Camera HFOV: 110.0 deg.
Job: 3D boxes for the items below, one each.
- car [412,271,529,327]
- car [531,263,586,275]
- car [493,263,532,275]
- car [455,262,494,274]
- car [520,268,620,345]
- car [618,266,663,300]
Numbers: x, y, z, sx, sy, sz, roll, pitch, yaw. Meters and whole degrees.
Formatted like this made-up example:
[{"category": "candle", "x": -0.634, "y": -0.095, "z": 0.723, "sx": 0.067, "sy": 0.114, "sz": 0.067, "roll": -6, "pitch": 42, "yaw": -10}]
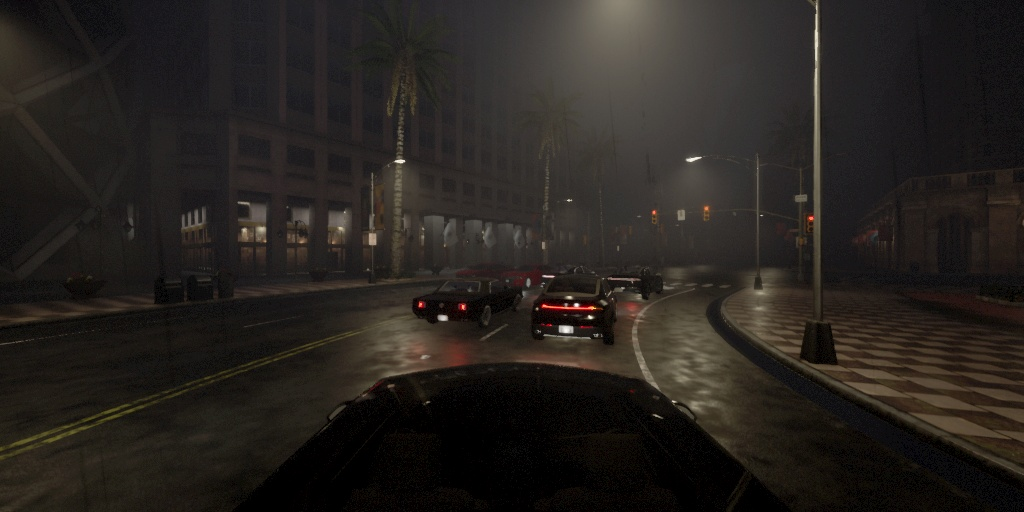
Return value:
[{"category": "car", "x": -1.115, "y": 1.347, "z": 11.598, "sx": 1.895, "sy": 1.301, "sz": 4.718, "roll": 0, "pitch": 0, "yaw": 19}, {"category": "car", "x": 3.326, "y": 1.228, "z": 19.721, "sx": 2.128, "sy": 1.511, "sz": 4.902, "roll": 0, "pitch": 0, "yaw": 33}, {"category": "car", "x": 1.305, "y": 1.229, "z": 23.555, "sx": 1.882, "sy": 1.535, "sz": 5.008, "roll": 0, "pitch": 0, "yaw": 40}, {"category": "car", "x": -1.817, "y": 1.217, "z": 25.197, "sx": 1.882, "sy": 1.535, "sz": 5.008, "roll": 0, "pitch": 0, "yaw": 38}, {"category": "car", "x": 1.829, "y": 1.249, "z": 9.629, "sx": 1.837, "sy": 1.490, "sz": 4.892, "roll": 0, "pitch": 0, "yaw": 17}, {"category": "car", "x": 6.150, "y": 1.226, "z": 17.756, "sx": 2.128, "sy": 1.511, "sz": 4.902, "roll": 0, "pitch": 0, "yaw": 33}]
